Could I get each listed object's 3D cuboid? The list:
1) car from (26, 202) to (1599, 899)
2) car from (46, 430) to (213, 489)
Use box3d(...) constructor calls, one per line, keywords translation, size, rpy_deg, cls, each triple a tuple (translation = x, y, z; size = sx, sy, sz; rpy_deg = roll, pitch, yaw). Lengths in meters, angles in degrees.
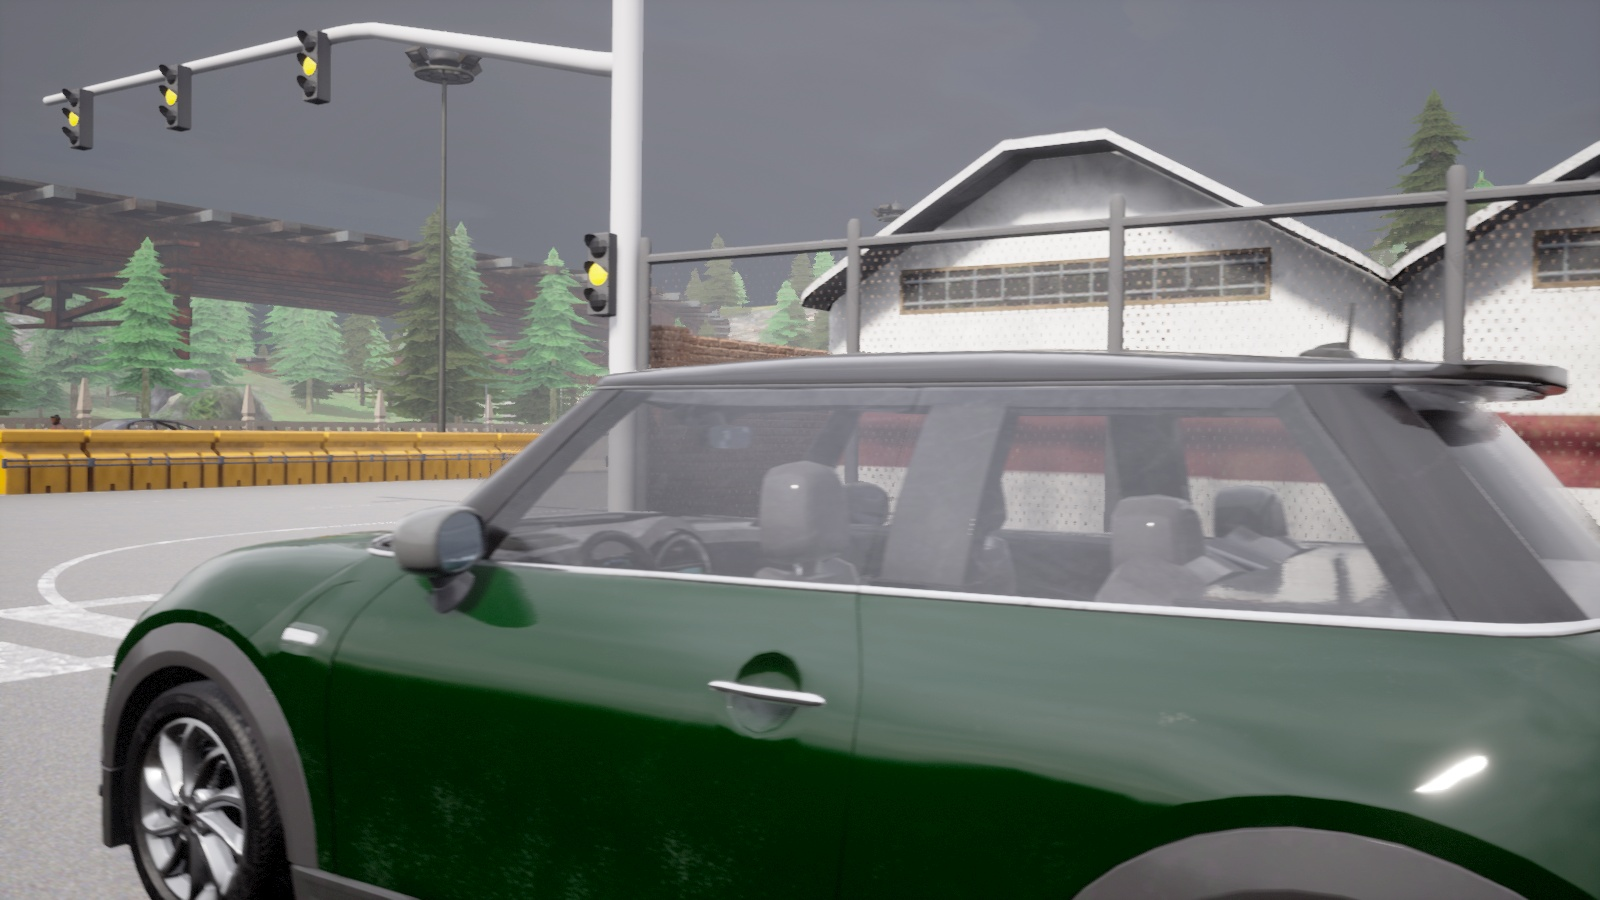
box3d(translation=(0.037, 0.531, 3.596), size=(4.553, 1.767, 2.097), rpy_deg=(0, 1, 33), cls="car")
box3d(translation=(-18.638, 0.219, 35.041), size=(1.789, 1.549, 3.705), rpy_deg=(0, 1, 32), cls="car")
